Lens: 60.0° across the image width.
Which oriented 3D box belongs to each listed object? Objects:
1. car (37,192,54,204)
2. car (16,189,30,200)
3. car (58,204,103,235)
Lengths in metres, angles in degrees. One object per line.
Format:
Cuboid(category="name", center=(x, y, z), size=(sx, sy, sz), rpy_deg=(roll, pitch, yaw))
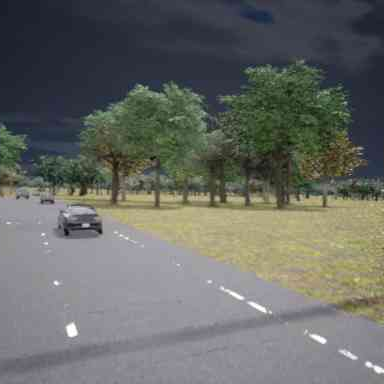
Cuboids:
Cuboid(category="car", center=(-22.091, 0.993, 50.713), size=(2.033, 1.411, 5.357), rpy_deg=(2, 0, -26))
Cuboid(category="car", center=(-33.068, 0.441, 65.072), size=(2.150, 2.045, 5.566), rpy_deg=(2, 0, -24))
Cuboid(category="car", center=(-5.967, 1.370, 17.647), size=(1.812, 1.442, 4.674), rpy_deg=(2, 0, -26))
